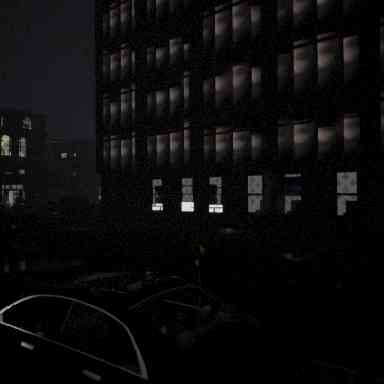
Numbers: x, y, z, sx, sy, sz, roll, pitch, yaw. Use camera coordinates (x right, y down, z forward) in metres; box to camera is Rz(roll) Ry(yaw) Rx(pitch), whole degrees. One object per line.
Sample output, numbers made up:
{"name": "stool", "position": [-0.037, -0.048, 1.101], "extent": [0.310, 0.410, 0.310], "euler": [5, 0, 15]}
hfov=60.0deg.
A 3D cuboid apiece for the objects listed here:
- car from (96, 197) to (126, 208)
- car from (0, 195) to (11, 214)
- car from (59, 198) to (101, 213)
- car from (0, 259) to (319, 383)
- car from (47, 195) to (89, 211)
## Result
{"name": "car", "position": [-12.407, 1.643, 51.201], "extent": [1.967, 1.590, 4.097], "euler": [-1, -1, 36]}
{"name": "car", "position": [-21.699, 1.315, 34.205], "extent": [2.150, 2.045, 5.566], "euler": [0, -1, 36]}
{"name": "car", "position": [-12.191, 1.683, 37.295], "extent": [1.802, 1.307, 4.206], "euler": [-1, -1, 36]}
{"name": "car", "position": [-0.982, 1.551, 3.579], "extent": [4.403, 1.369, 2.008], "euler": [0, 0, 35]}
{"name": "car", "position": [-15.581, 1.360, 42.498], "extent": [2.150, 2.045, 5.566], "euler": [0, 0, 37]}
